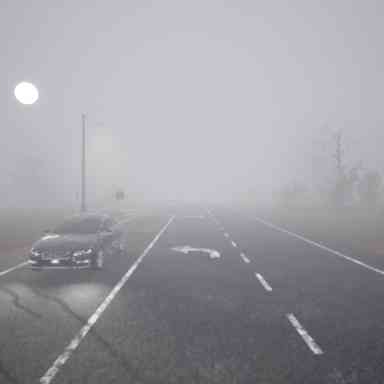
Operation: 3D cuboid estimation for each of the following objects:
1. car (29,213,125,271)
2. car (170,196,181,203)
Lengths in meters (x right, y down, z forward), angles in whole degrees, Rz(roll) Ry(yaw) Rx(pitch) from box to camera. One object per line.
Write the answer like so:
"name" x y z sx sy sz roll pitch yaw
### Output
"car" -3.478 1.509 10.883 1.837 1.490 4.892 0 0 0
"car" -3.237 1.447 65.732 2.033 1.411 5.357 0 0 0
